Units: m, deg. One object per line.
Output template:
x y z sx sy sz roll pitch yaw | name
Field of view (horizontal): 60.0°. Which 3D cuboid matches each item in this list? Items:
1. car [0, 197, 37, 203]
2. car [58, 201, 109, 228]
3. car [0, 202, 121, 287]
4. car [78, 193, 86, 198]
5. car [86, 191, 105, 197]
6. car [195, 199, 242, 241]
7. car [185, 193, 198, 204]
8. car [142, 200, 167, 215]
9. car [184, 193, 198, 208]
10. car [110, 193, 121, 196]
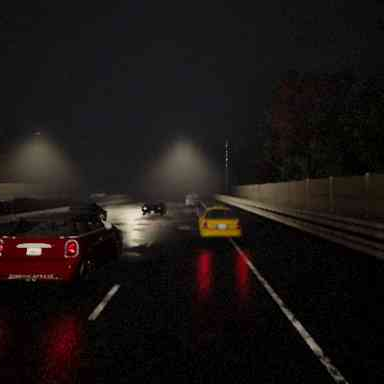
-17.595 1.295 34.452 1.837 1.490 4.892 0 0 0 | car
-6.900 1.389 21.755 1.812 1.442 4.674 0 0 0 | car
-3.401 1.288 9.288 2.097 1.767 4.553 0 0 0 | car
-24.502 0.901 76.298 1.882 1.535 5.008 0 0 0 | car
-21.002 0.751 74.049 2.150 2.045 5.566 0 0 0 | car
1.225 1.352 15.995 1.801 1.575 5.366 0 0 0 | car
-0.002 1.022 55.944 2.097 1.767 4.553 0 0 0 | car
-3.400 1.412 30.720 1.895 1.301 4.718 0 0 0 | car
0.076 1.262 43.605 1.812 1.442 4.674 0 1 0 | car
-17.502 0.949 76.299 2.128 1.511 4.902 0 0 0 | car
